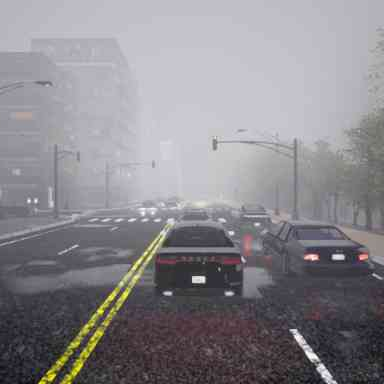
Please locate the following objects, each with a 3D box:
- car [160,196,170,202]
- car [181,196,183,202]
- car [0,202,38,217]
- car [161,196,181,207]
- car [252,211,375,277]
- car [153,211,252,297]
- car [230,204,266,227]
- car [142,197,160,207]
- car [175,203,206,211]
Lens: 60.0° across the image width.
[{"bbox_3d":[-6.138,1.624,76.230,1.895,1.301,4.718,0,0,0],"label":"car"},{"bbox_3d":[-3.037,1.520,60.695,1.837,1.490,4.892,0,0,0],"label":"car"},{"bbox_3d":[-18.182,1.720,33.577,4.902,1.511,2.128,-1,0,-1],"label":"car"},{"bbox_3d":[-3.104,1.557,50.354,2.033,1.411,5.357,0,0,0],"label":"car"},{"bbox_3d":[3.395,1.547,10.158,2.033,1.411,5.357,0,0,1],"label":"car"},{"bbox_3d":[0.140,1.477,8.650,1.882,1.535,5.008,0,0,0],"label":"car"},{"bbox_3d":[3.443,1.492,19.900,2.128,1.511,4.902,0,0,0],"label":"car"},{"bbox_3d":[-6.354,1.610,50.115,1.895,1.301,4.718,0,0,0],"label":"car"},{"bbox_3d":[0.190,1.564,18.990,1.994,1.385,4.181,0,0,0],"label":"car"}]
